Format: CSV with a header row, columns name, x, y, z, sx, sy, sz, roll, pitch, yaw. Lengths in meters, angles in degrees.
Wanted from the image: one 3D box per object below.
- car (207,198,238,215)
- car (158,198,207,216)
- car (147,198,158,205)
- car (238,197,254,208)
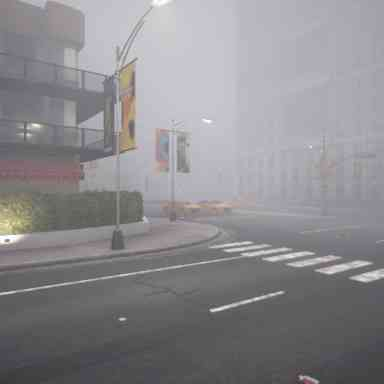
name,x,y,z,sx,sy,sz,roll,pitch,yaw
car,2.061,1.508,34.289,1.882,1.535,5.008,0,0,-35
car,-1.066,1.503,32.650,1.882,1.535,5.008,0,0,-35
car,-6.173,1.643,59.269,4.718,1.301,1.895,0,0,42
car,6.729,1.525,47.931,1.882,1.535,5.008,0,0,-35
